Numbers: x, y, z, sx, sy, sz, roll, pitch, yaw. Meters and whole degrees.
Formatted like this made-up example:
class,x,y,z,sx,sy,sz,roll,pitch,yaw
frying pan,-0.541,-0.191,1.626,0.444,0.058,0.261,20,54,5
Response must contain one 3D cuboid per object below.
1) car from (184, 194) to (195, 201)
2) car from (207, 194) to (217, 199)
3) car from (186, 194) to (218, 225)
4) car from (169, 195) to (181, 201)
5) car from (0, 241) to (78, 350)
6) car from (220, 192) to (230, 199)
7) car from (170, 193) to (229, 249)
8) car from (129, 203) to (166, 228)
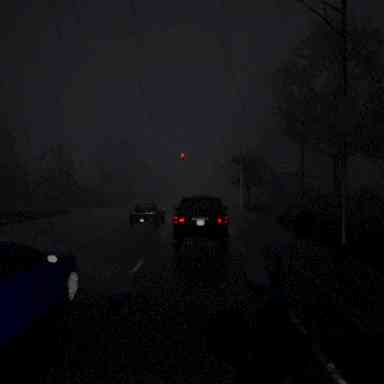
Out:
class,x,y,z,sx,sy,sz,roll,pitch,yaw
car,-0.555,1.353,78.945,1.882,1.535,5.008,0,0,9
car,5.781,1.244,94.482,2.033,1.411,5.357,0,0,11
car,0.835,1.182,25.272,2.150,2.045,5.566,0,0,3
car,-3.998,1.425,79.573,1.994,1.385,4.181,0,0,9
car,-3.333,1.468,5.048,1.882,1.535,5.008,0,0,1
car,9.304,0.949,94.256,2.150,2.045,5.566,0,0,11
car,0.381,1.198,14.591,2.150,2.045,5.566,0,0,2
car,-2.829,1.455,21.918,2.128,1.511,4.902,0,0,3
